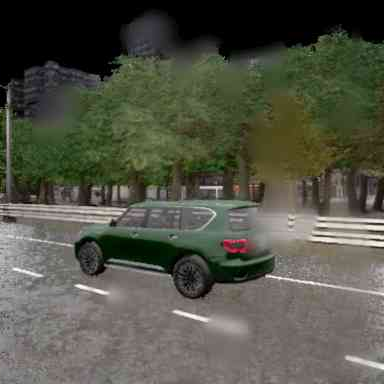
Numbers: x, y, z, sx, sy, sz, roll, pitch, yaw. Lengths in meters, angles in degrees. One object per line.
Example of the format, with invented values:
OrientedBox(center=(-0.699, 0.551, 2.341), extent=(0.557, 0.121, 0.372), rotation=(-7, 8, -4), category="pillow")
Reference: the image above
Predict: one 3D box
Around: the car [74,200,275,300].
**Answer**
OrientedBox(center=(-0.673, 1.223, 8.649), extent=(5.566, 2.045, 2.150), rotation=(0, 0, 36), category="car")
